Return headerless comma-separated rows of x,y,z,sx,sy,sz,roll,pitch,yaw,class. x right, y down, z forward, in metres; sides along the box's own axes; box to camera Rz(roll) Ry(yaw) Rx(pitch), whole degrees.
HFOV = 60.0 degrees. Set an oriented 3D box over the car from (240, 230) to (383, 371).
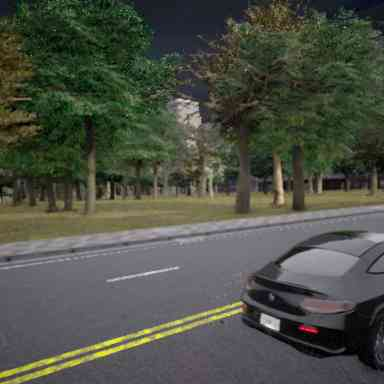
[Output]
2.834,1.369,5.424,4.674,1.442,1.812,-2,1,-35,car
